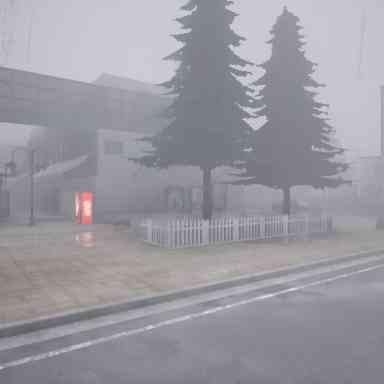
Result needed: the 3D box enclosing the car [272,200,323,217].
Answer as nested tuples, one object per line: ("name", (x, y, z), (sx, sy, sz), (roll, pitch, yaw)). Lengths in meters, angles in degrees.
("car", (9.568, 1.462, 30.440), (1.882, 1.535, 5.008), (0, 0, -34))
